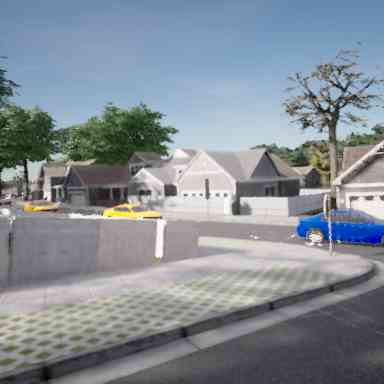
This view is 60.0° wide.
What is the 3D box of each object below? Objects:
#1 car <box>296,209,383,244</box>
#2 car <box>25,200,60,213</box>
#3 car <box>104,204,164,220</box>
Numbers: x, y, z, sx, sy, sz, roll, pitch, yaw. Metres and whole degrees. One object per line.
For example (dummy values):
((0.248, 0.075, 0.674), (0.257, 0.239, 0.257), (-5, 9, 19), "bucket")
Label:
((7.392, 1.574, 15.273), (5.008, 1.535, 1.882), (-1, 3, 33), "car")
((-14.833, 1.582, 32.883), (5.008, 1.535, 1.882), (0, 3, 44), "car")
((-4.149, 1.613, 23.508), (5.008, 1.535, 1.882), (0, 3, 39), "car")
